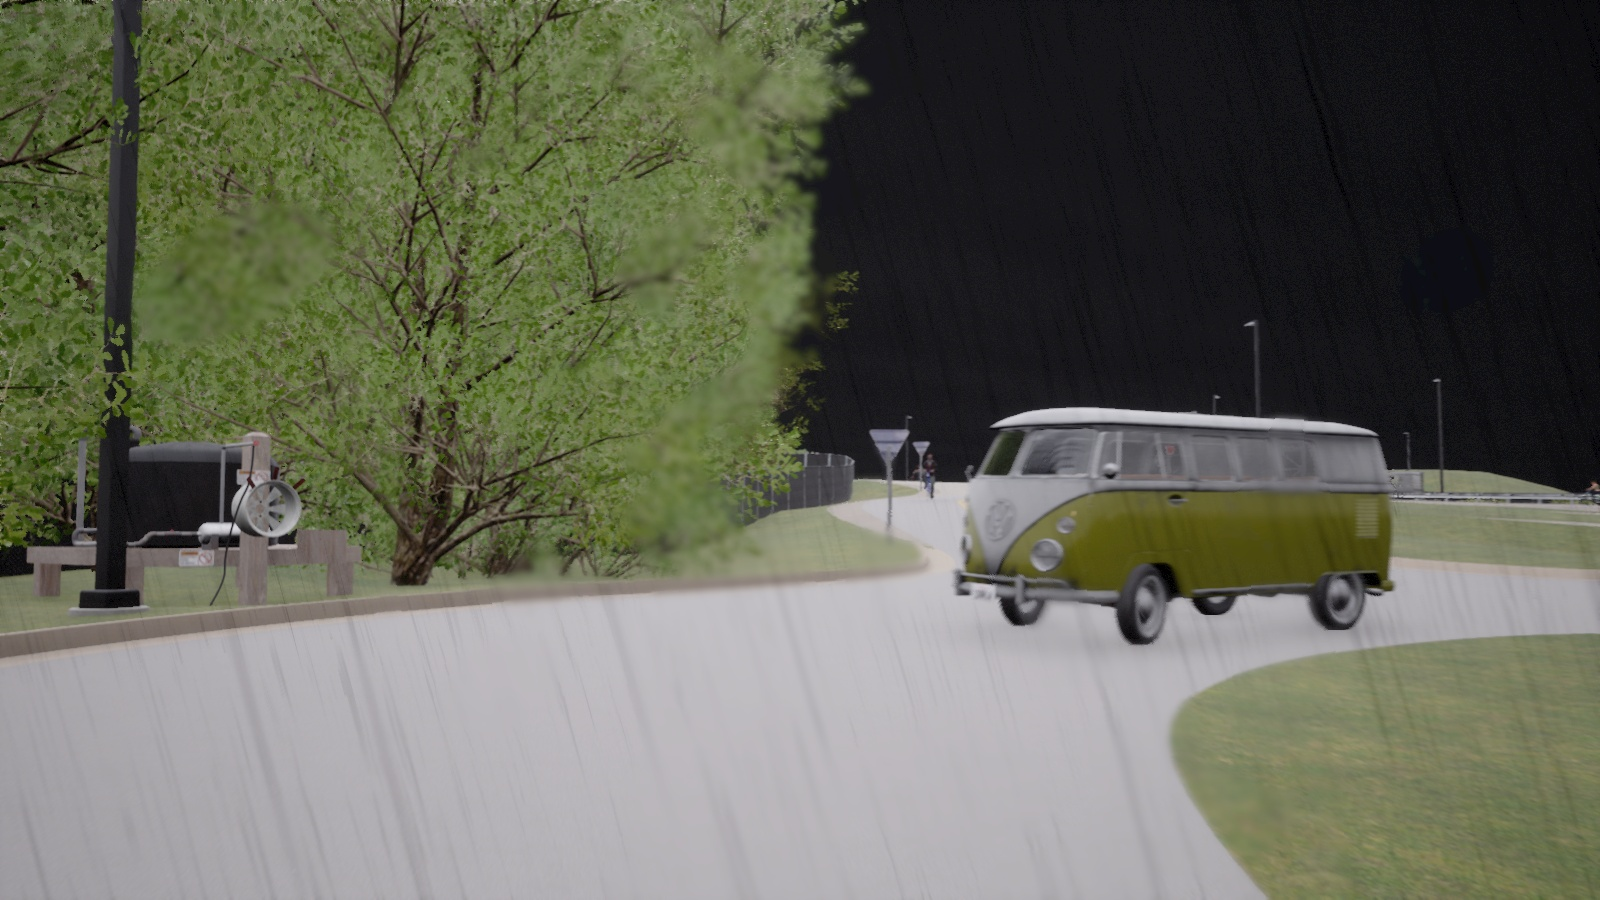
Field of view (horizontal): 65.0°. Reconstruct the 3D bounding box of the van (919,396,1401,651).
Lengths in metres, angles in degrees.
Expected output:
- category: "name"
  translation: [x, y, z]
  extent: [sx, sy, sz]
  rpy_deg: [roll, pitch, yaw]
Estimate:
- category: "van"
  translation: [3.431, 0.629, 11.702]
  extent: [4.442, 1.987, 1.775]
  rpy_deg: [1, -2, -32]
